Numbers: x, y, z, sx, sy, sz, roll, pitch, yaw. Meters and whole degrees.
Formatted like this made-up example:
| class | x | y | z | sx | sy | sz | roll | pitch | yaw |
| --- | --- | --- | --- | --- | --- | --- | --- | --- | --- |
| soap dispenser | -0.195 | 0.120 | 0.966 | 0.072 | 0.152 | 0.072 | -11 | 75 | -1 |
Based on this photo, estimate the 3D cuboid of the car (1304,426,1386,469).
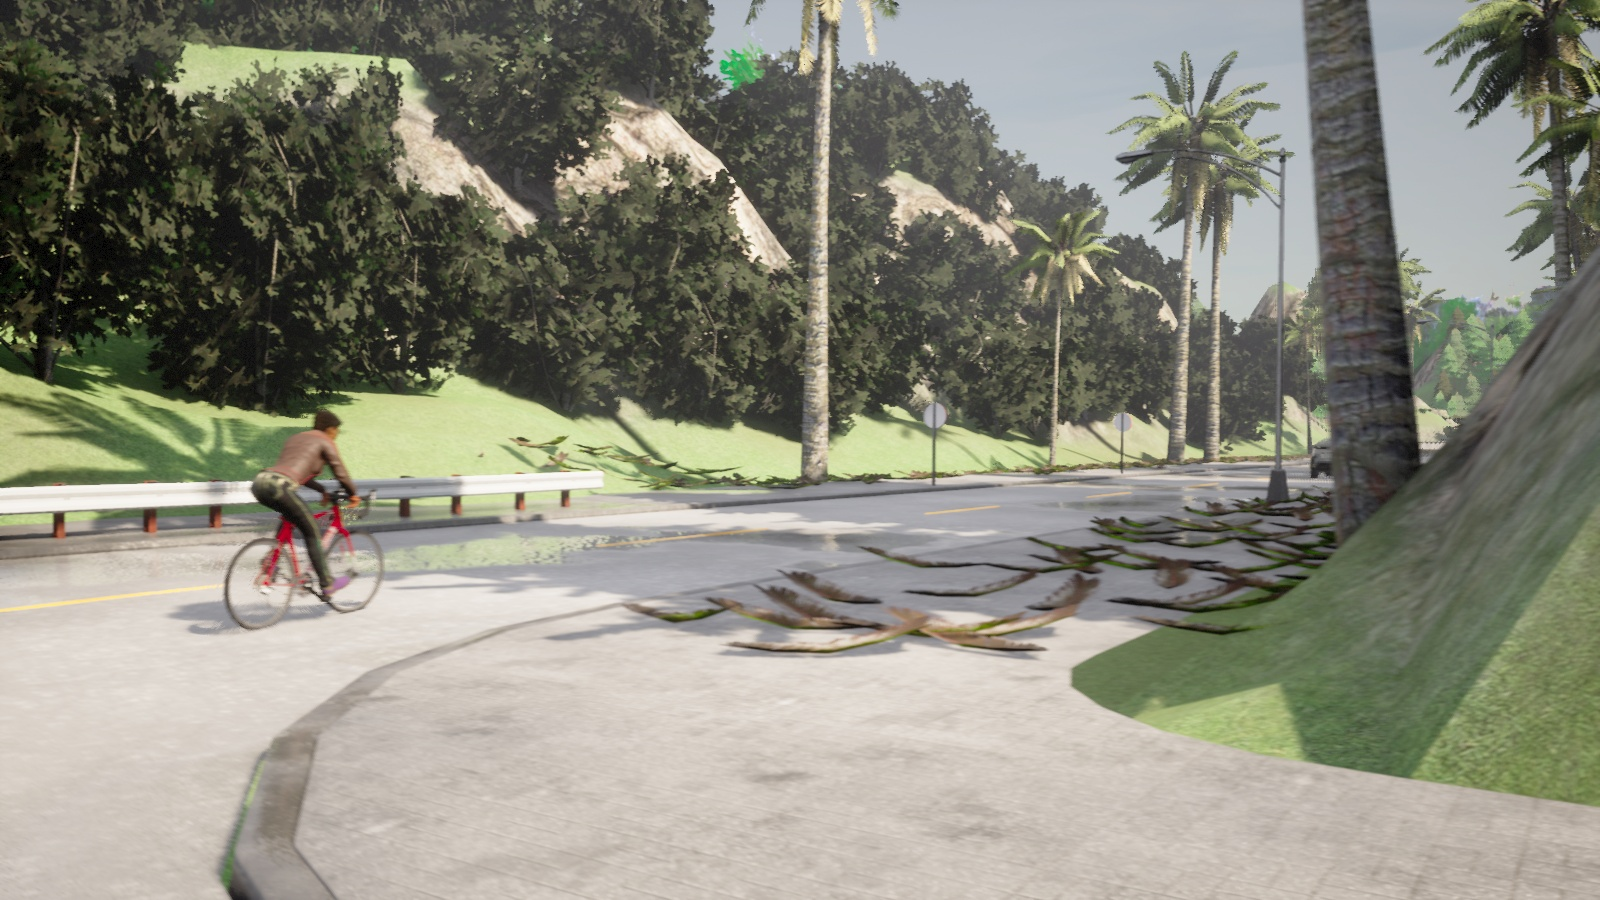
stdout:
| class | x | y | z | sx | sy | sz | roll | pitch | yaw |
| --- | --- | --- | --- | --- | --- | --- | --- | --- | --- |
| car | 20.274 | -0.131 | 46.607 | 2.007 | 1.525 | 4.514 | 0 | 1 | 34 |

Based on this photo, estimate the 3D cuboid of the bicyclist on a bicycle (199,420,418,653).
| class | x | y | z | sx | sy | sz | roll | pitch | yaw |
| --- | --- | --- | --- | --- | --- | --- | --- | --- | --- |
| bicyclist on a bicycle | -3.708 | 0.588 | 9.623 | 0.582 | 1.620 | 1.656 | 1 | 1 | 21 |
